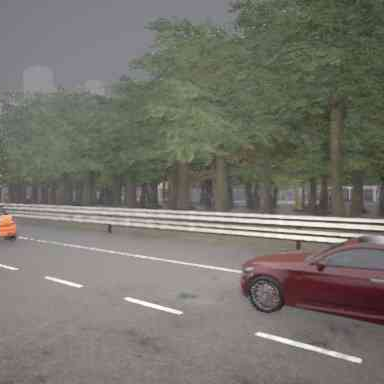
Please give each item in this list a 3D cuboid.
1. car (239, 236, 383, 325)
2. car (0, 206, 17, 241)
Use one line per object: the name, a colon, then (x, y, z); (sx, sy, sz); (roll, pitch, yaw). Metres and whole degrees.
car: (3.119, 1.527, 5.943); (4.674, 1.442, 1.812); (0, 0, 36)
car: (-10.140, 1.353, 15.421); (4.553, 1.767, 2.097); (0, 0, 36)
